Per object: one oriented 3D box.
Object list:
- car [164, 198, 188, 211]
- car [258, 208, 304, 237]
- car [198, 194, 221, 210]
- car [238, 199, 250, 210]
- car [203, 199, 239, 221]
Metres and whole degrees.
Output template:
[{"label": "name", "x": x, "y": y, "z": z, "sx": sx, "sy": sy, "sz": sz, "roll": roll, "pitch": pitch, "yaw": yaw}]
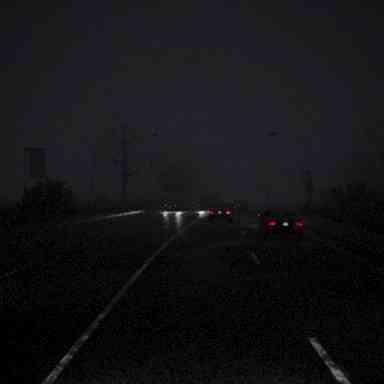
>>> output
[{"label": "car", "x": -1.869, "y": 1.490, "z": 40.379, "sx": 1.837, "sy": 1.490, "sz": 4.892, "roll": 0, "pitch": 0, "yaw": 15}, {"label": "car", "x": 4.700, "y": 1.555, "z": 18.089, "sx": 2.033, "sy": 1.411, "sz": 5.357, "roll": 0, "pitch": 0, "yaw": 7}, {"label": "car", "x": 2.430, "y": 1.218, "z": 42.904, "sx": 2.150, "sy": 2.045, "sz": 5.566, "roll": 0, "pitch": 0, "yaw": 16}, {"label": "car", "x": 6.231, "y": 1.573, "z": 42.616, "sx": 1.994, "sy": 1.385, "sz": 4.181, "roll": 0, "pitch": 0, "yaw": 16}, {"label": "car", "x": 2.482, "y": 1.549, "z": 26.942, "sx": 2.033, "sy": 1.411, "sz": 5.357, "roll": 0, "pitch": 0, "yaw": 10}]
